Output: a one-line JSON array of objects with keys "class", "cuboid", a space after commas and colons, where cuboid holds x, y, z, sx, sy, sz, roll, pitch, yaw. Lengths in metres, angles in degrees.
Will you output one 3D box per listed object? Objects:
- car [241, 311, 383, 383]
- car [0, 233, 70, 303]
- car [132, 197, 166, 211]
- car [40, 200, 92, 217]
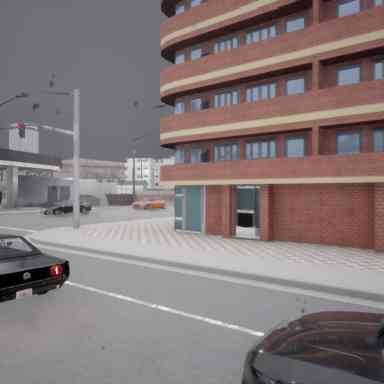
[{"class": "car", "cuboid": [2.668, 1.514, 2.092, 4.892, 1.490, 1.837, 0, 0, 35]}, {"class": "car", "cuboid": [-4.913, 1.599, 7.483, 4.718, 1.301, 1.895, 0, 0, 36]}, {"class": "car", "cuboid": [-5.248, 1.382, 40.868, 2.097, 1.767, 4.553, 0, 0, 35]}, {"class": "car", "cuboid": [-11.789, 1.499, 31.380, 2.128, 1.511, 4.902, 0, 0, 35]}]
